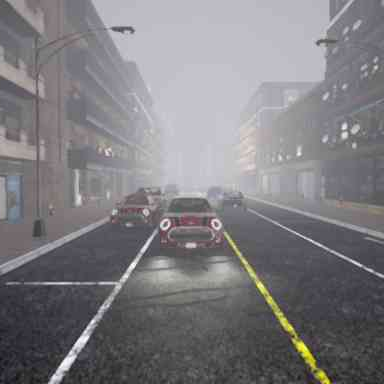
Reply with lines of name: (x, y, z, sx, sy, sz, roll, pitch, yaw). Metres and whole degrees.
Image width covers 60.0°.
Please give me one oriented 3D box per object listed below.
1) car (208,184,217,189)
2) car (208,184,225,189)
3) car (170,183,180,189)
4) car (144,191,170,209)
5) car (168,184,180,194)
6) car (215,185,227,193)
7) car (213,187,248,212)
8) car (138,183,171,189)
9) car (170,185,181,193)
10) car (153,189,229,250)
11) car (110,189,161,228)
car: (5.221, -1.411, 84.276, 2.008, 1.369, 4.403, 0, 2, 0)
car: (2.829, -0.024, 42.761, 1.882, 1.535, 5.008, 0, 2, 0)
car: (-2.972, -0.460, 50.430, 2.192, 1.841, 5.009, 0, 2, 0)
car: (-2.850, 0.598, 27.909, 1.802, 1.307, 4.206, 0, 2, 0)
car: (-3.004, -0.533, 56.067, 1.967, 1.590, 4.097, 0, 2, 0)
car: (5.345, -0.623, 61.746, 1.887, 1.381, 4.507, 0, 2, 0)
car: (2.908, 0.624, 24.710, 2.128, 1.511, 4.902, 0, 2, 0)
car: (-2.817, 0.529, 22.266, 2.192, 1.841, 5.009, 0, 2, 0)
car: (-3.035, -0.627, 61.704, 1.887, 1.381, 4.507, 0, 2, 0)
car: (-0.088, 0.923, 12.113, 2.097, 1.767, 4.553, 0, 2, -2)
car: (-2.787, 0.851, 16.638, 1.967, 1.590, 4.097, 0, 2, 0)
